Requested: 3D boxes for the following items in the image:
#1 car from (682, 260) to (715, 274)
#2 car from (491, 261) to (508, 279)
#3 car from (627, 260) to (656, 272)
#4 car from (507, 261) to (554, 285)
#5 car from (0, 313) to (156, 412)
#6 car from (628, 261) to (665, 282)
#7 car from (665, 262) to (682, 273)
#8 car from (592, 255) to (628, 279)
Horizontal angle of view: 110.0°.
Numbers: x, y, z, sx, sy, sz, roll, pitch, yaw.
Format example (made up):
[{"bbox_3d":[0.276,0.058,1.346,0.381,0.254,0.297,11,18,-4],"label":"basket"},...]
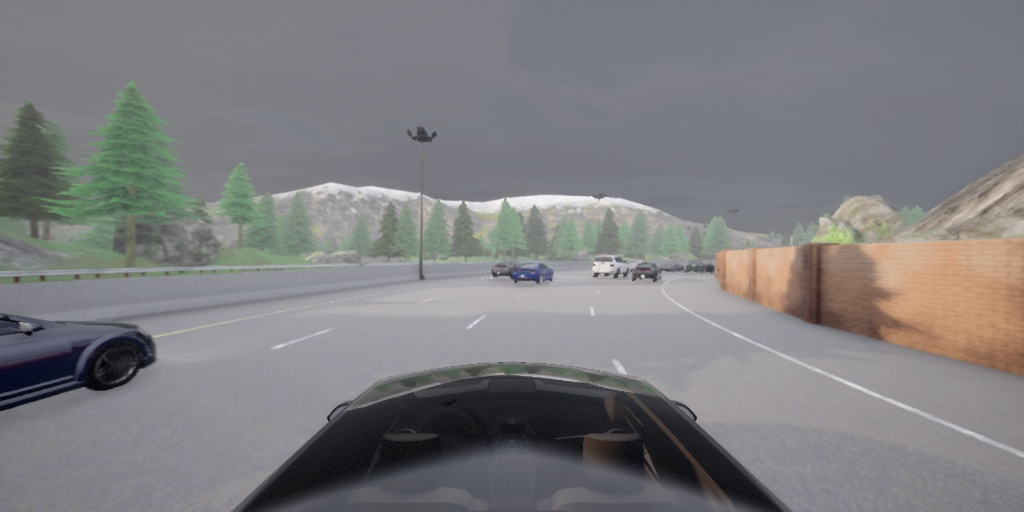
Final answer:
[{"bbox_3d":[23.534,1.232,44.753,4.553,1.767,2.097,1,0,-42],"label":"car"},{"bbox_3d":[0.073,1.185,30.909,2.128,1.511,4.902,0,0,28],"label":"car"},{"bbox_3d":[17.732,1.345,49.052,4.674,1.442,1.812,0,0,-43],"label":"car"},{"bbox_3d":[1.662,1.195,26.151,1.882,1.535,5.008,0,0,22],"label":"car"},{"bbox_3d":[-6.784,1.247,4.028,1.994,1.385,4.181,0,0,2],"label":"car"},{"bbox_3d":[11.231,1.304,29.721,1.837,1.490,4.892,0,0,29],"label":"car"},{"bbox_3d":[21.100,1.418,47.281,4.181,1.385,1.994,0,0,-43],"label":"car"},{"bbox_3d":[9.200,0.990,33.260,2.150,2.045,5.566,0,0,31],"label":"car"}]
